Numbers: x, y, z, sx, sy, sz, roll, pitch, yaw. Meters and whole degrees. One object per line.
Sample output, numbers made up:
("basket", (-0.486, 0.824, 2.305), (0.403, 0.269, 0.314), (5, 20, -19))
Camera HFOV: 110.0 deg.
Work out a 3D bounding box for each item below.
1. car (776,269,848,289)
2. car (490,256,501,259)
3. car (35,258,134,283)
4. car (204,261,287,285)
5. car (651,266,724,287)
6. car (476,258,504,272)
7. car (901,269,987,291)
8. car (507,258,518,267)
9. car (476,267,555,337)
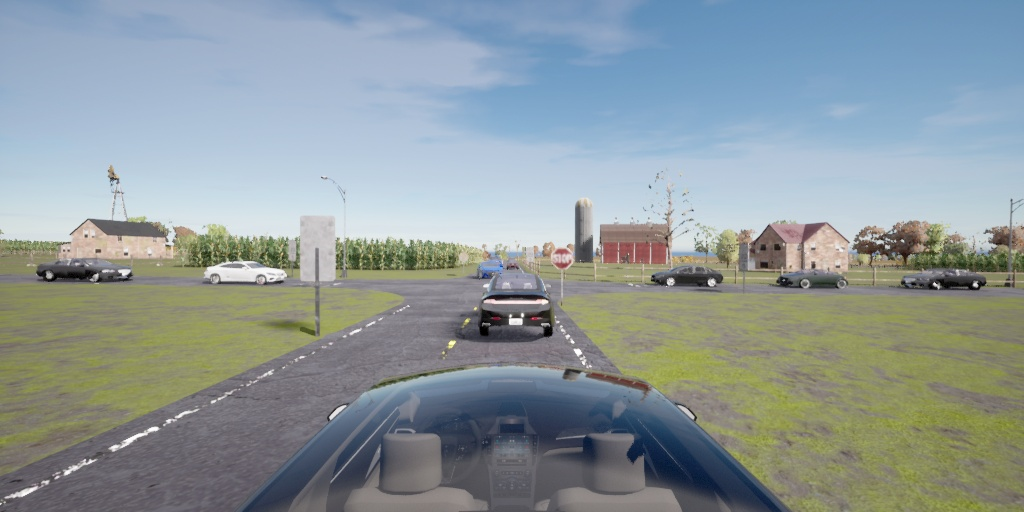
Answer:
("car", (21.871, 1.628, 26.212), (4.181, 1.385, 1.994), (1, 1, 0))
("car", (-2.811, 1.011, 59.215), (2.150, 2.045, 5.566), (0, 0, 0))
("car", (-27.378, 0.879, 23.097), (4.902, 1.511, 2.128), (1, 1, 0))
("car", (-17.134, 1.066, 23.128), (4.674, 1.442, 1.812), (1, 1, 0))
("car", (12.739, 1.442, 26.228), (4.892, 1.490, 1.837), (1, 1, 1))
("car", (-2.040, 1.236, 31.785), (1.882, 1.535, 5.008), (0, 0, -12))
("car", (31.479, 1.685, 26.237), (4.902, 1.511, 2.128), (1, 1, 0))
("car", (0.113, 1.336, 57.576), (2.033, 1.411, 5.357), (0, 0, 0))
("car", (0.143, 1.241, 10.343), (2.128, 1.511, 4.902), (0, 0, 1))
